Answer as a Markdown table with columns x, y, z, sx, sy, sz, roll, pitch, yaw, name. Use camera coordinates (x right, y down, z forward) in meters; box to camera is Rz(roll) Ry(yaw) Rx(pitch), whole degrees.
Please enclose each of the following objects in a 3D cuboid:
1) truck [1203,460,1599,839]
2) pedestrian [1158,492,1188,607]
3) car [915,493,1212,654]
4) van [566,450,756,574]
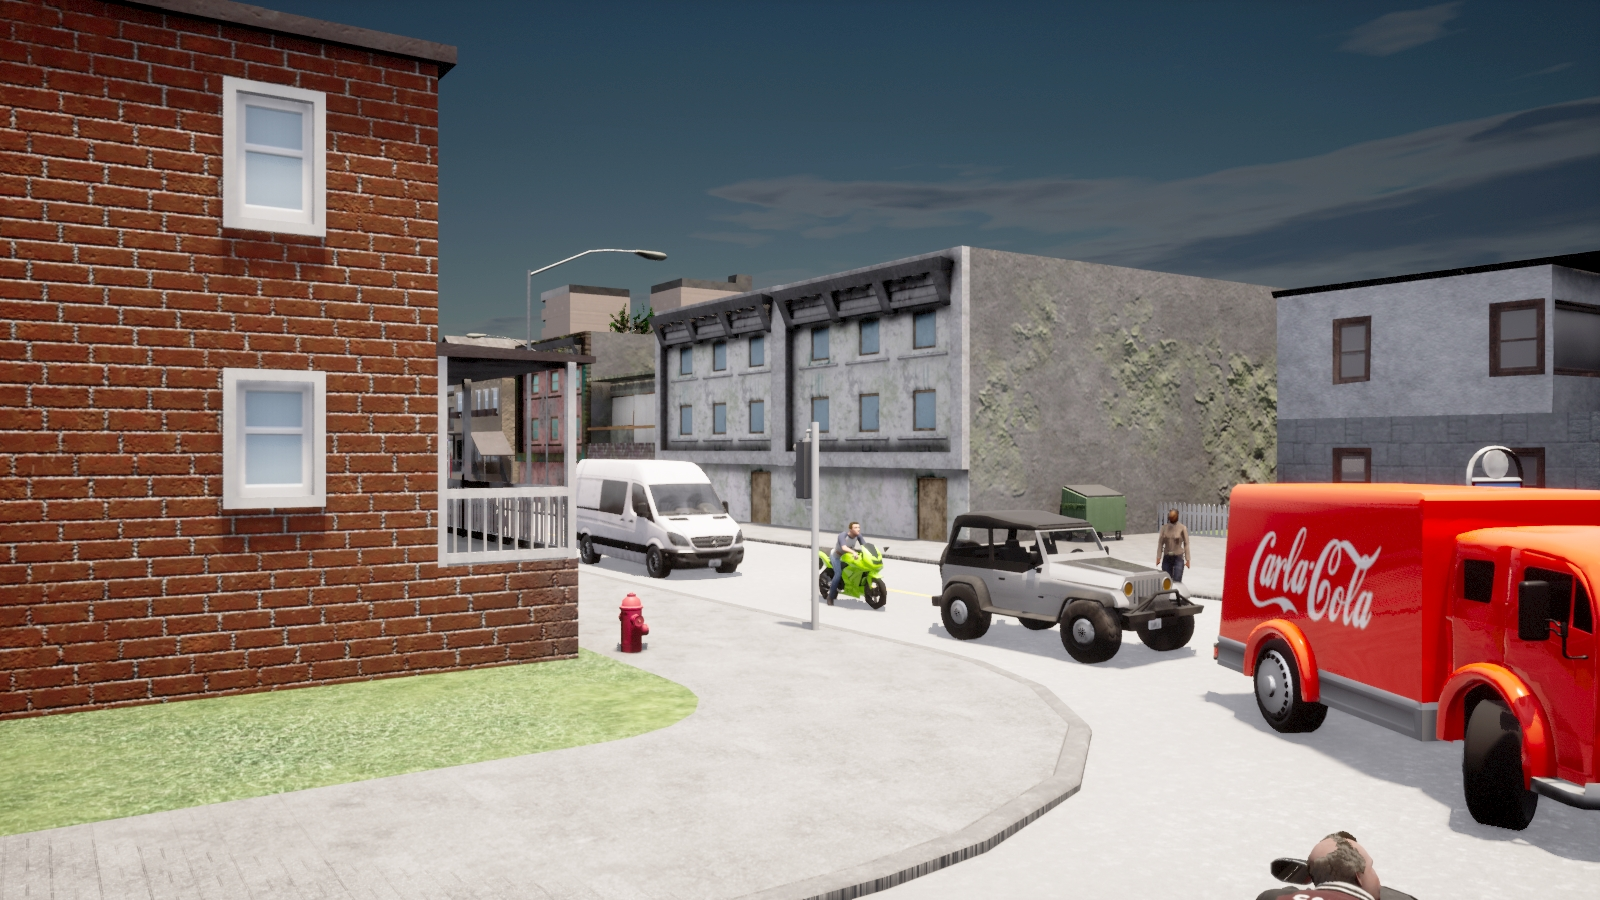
| x | y | z | sx | sy | sz | roll | pitch | yaw | name |
| --- | --- | --- | --- | --- | --- | --- | --- | --- | --- |
| 6.066 | 1.348 | 10.300 | 2.627 | 2.467 | 5.204 | 0 | 0 | -6 | truck |
| 6.150 | 1.628 | 18.830 | 0.375 | 1.860 | 0.375 | 0 | 0 | 36 | pedestrian |
| 3.680 | 1.637 | 16.521 | 1.905 | 1.878 | 3.866 | 0 | 0 | -36 | car |
| -3.460 | 1.312 | 27.082 | 1.988 | 2.561 | 5.915 | 0 | 1 | -34 | van |
